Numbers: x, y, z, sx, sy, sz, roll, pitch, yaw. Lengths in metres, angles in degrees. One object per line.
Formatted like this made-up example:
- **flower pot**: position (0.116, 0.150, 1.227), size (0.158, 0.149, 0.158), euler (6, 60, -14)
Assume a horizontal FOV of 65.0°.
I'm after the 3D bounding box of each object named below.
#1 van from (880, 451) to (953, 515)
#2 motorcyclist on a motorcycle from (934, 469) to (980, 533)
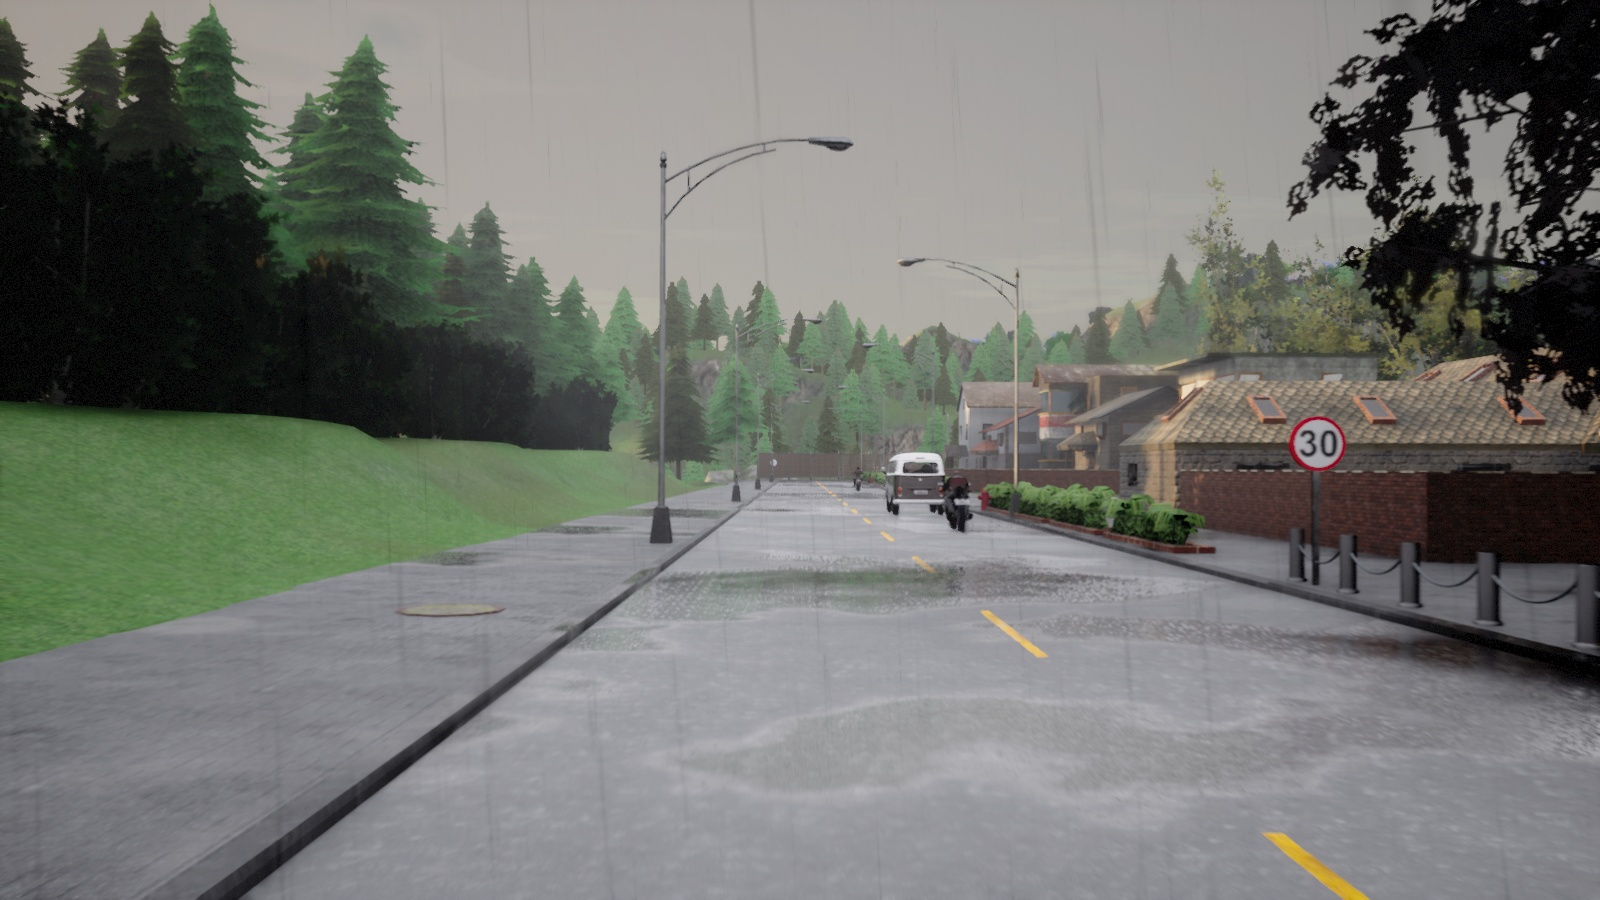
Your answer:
- **van**: position (3.897, 1.096, 42.798), size (2.069, 2.038, 4.480), euler (0, -1, 0)
- **motorcyclist on a motorcycle**: position (3.925, 1.254, 31.501), size (0.866, 1.530, 2.191), euler (0, -1, 0)
